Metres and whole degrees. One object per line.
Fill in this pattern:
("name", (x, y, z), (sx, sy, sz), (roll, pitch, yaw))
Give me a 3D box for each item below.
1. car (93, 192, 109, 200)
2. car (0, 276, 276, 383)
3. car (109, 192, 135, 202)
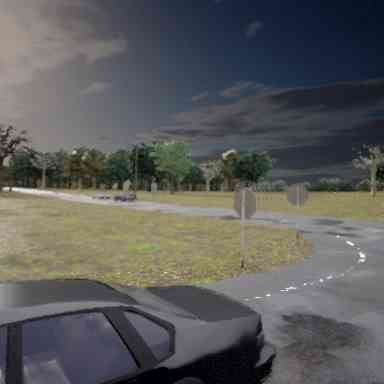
("car", (-16.440, 0.666, 60.337), (1.895, 1.301, 4.718), (1, 0, -35))
("car", (-1.677, 1.549, 2.669), (5.357, 1.411, 2.033), (0, 0, -36))
("car", (-10.629, 0.751, 52.159), (2.128, 1.511, 4.902), (1, 0, -35))
